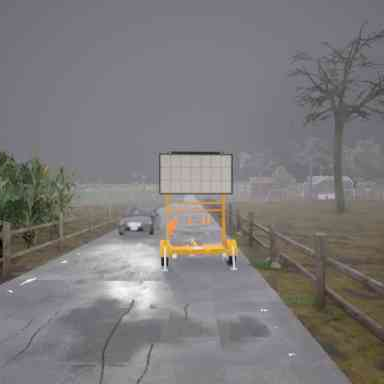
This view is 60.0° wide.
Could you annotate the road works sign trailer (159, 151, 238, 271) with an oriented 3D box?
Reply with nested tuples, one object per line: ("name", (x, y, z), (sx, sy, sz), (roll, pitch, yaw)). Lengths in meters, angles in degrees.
("road works sign trailer", (0.115, 0.476, 10.977), (2.380, 3.560, 2.880), (0, 0, -5))

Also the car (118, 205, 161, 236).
("car", (-2.845, 1.523, 18.793), (2.128, 1.511, 4.902), (0, 0, 0))

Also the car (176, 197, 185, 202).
("car", (-2.724, 1.846, 76.675), (1.837, 1.490, 4.892), (0, 0, 0))
